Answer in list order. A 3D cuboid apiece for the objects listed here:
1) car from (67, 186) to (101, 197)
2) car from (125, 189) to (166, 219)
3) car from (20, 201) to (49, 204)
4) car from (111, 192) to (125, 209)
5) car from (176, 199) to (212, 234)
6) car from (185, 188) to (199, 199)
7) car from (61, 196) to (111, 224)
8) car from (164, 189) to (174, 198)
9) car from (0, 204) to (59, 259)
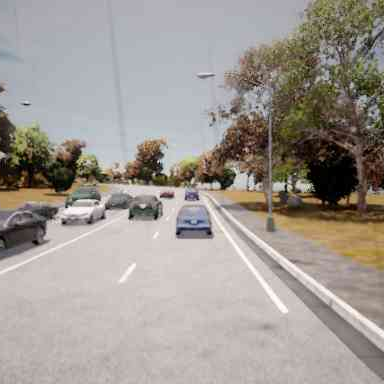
[{"bbox_3d":[-10.518,0.519,32.679,2.150,2.045,5.566,0,3,0],"label":"car"},{"bbox_3d":[-3.412,0.962,25.272,2.097,1.767,4.553,0,2,0],"label":"car"},{"bbox_3d":[-10.594,1.321,21.947,1.895,1.301,4.718,0,2,0],"label":"car"},{"bbox_3d":[-7.029,0.815,32.429,1.837,1.490,4.892,0,3,0],"label":"car"},{"bbox_3d":[0.091,1.374,17.997,2.033,1.411,5.357,0,1,0],"label":"car"},{"bbox_3d":[-0.016,0.250,44.177,1.812,1.442,4.674,0,3,0],"label":"car"},{"bbox_3d":[-7.091,1.239,22.147,1.812,1.442,4.674,0,2,0],"label":"car"},{"bbox_3d":[-3.521,0.155,47.562,1.895,1.301,4.718,0,3,0],"label":"car"},{"bbox_3d":[-7.096,1.426,12.254,2.128,1.511,4.902,0,1,1],"label":"car"}]
